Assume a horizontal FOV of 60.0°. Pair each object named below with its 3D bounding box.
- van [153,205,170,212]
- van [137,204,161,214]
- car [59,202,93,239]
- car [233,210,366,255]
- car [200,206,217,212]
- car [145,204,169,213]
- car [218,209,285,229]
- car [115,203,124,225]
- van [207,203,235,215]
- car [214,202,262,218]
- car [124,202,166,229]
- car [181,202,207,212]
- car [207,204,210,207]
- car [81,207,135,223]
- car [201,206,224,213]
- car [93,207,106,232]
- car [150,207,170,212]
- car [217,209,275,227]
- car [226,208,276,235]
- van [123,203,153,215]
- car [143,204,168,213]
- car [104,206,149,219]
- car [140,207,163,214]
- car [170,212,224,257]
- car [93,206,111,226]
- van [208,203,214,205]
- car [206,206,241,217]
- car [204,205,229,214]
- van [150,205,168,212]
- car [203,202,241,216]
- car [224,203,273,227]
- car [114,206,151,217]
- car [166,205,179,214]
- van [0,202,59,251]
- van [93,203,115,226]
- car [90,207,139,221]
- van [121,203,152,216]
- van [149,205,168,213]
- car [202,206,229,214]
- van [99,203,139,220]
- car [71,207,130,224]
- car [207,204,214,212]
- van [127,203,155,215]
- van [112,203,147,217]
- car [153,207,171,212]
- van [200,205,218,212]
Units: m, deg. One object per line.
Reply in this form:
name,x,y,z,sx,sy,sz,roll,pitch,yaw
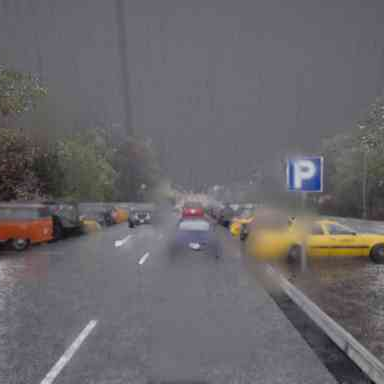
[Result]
van,-8.457,4.597,92.409,4.442,1.987,1.878,0,-3,0
van,-8.675,3.406,67.364,4.442,1.987,1.878,0,-3,0
car,-8.573,1.550,17.682,5.566,2.045,2.435,0,-1,0
car,4.530,1.719,14.685,4.892,1.521,2.231,0,-1,0
car,4.484,4.685,92.330,4.553,1.767,2.185,0,-3,0
car,-8.534,4.043,81.327,5.566,2.045,2.435,0,-3,0
car,4.503,2.069,25.776,4.792,1.488,2.163,0,-2,0
car,-8.517,2.015,28.750,4.553,1.767,2.185,0,-2,0
van,4.642,2.741,53.514,4.442,1.987,1.878,0,-3,0
car,4.561,1.701,23.010,5.566,2.045,2.435,0,-2,0
car,-3.608,1.816,26.745,2.150,2.045,5.566,0,-2,0
car,0.090,2.035,33.825,2.150,2.045,5.566,0,-2,0
car,4.525,2.601,42.425,4.674,1.452,2.002,0,-2,0
car,-8.545,2.314,34.284,5.008,1.535,2.097,0,-2,0
car,4.514,3.889,72.915,4.892,1.521,2.231,0,-3,0
car,-8.361,1.879,20.442,5.366,1.575,1.946,0,-2,0
car,-8.569,4.687,89.616,5.008,1.535,2.097,0,-3,0
car,4.529,2.166,28.550,4.674,1.452,2.002,0,-2,0
car,4.528,1.789,17.456,5.008,1.535,2.097,0,-2,0
van,-8.671,2.756,53.654,4.442,1.987,1.878,0,-3,0
car,-8.533,3.912,78.560,5.566,2.045,2.435,0,-3,0
car,-8.367,2.571,42.592,5.366,1.575,1.946,0,-2,0
car,-8.562,3.803,70.119,4.674,1.452,2.002,0,-3,0
car,0.093,1.746,13.787,1.812,1.442,4.674,0,-1,0
car,-8.540,1.968,23.208,4.892,1.521,2.231,0,-2,0
van,4.644,2.422,45.208,4.442,1.987,1.878,0,-2,0
car,4.497,2.764,47.981,4.792,1.488,2.163,0,-2,0
car,4.554,3.236,61.828,4.553,1.767,2.185,0,-3,0
van,-8.680,4.331,86.860,4.442,1.987,1.878,0,-3,0
car,4.497,2.585,50.742,5.566,2.045,2.435,0,-3,0
car,4.502,1.743,20.235,4.553,1.767,2.185,0,-2,0
car,-8.559,2.747,48.128,5.008,1.535,2.097,0,-2,0
car,-3.520,3.691,67.343,2.033,1.411,5.357,0,-3,0
van,-8.662,1.502,14.790,4.442,1.987,1.878,0,-1,0
van,-8.664,1.828,25.984,4.442,1.987,1.878,0,-2,0
car,-8.545,2.402,37.053,4.892,1.521,2.231,0,-2,0
van,-8.438,2.619,50.754,4.442,1.987,1.878,0,-2,0
van,-8.446,4.199,84.092,4.442,1.987,1.878,0,-3,0
car,4.707,3.621,67.369,5.366,1.575,1.946,0,-3,0
van,-8.668,2.262,39.829,4.442,1.987,1.878,0,-2,0
car,-8.544,2.223,31.390,5.008,1.535,2.097,0,-2,0
car,4.559,2.503,39.649,4.792,1.488,2.163,0,-2,0
van,-8.672,2.882,56.296,4.442,1.987,1.878,0,-3,0
van,-8.436,2.435,45.366,4.442,1.987,1.878,0,-2,0
car,-8.594,4.988,95.145,4.792,1.488,2.163,0,-3,0
van,4.400,4.319,86.791,4.442,1.987,1.878,0,-3,0
